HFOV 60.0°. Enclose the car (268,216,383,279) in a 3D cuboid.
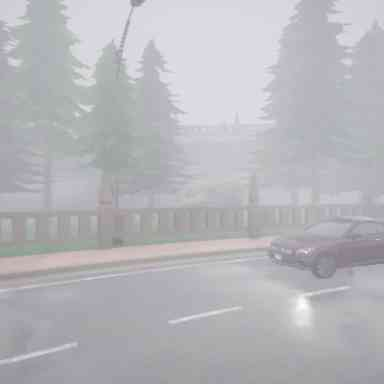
[{"bbox_3d":[4.457,1.451,9.673,4.674,1.442,1.812,0,0,-21],"label":"car"}]
